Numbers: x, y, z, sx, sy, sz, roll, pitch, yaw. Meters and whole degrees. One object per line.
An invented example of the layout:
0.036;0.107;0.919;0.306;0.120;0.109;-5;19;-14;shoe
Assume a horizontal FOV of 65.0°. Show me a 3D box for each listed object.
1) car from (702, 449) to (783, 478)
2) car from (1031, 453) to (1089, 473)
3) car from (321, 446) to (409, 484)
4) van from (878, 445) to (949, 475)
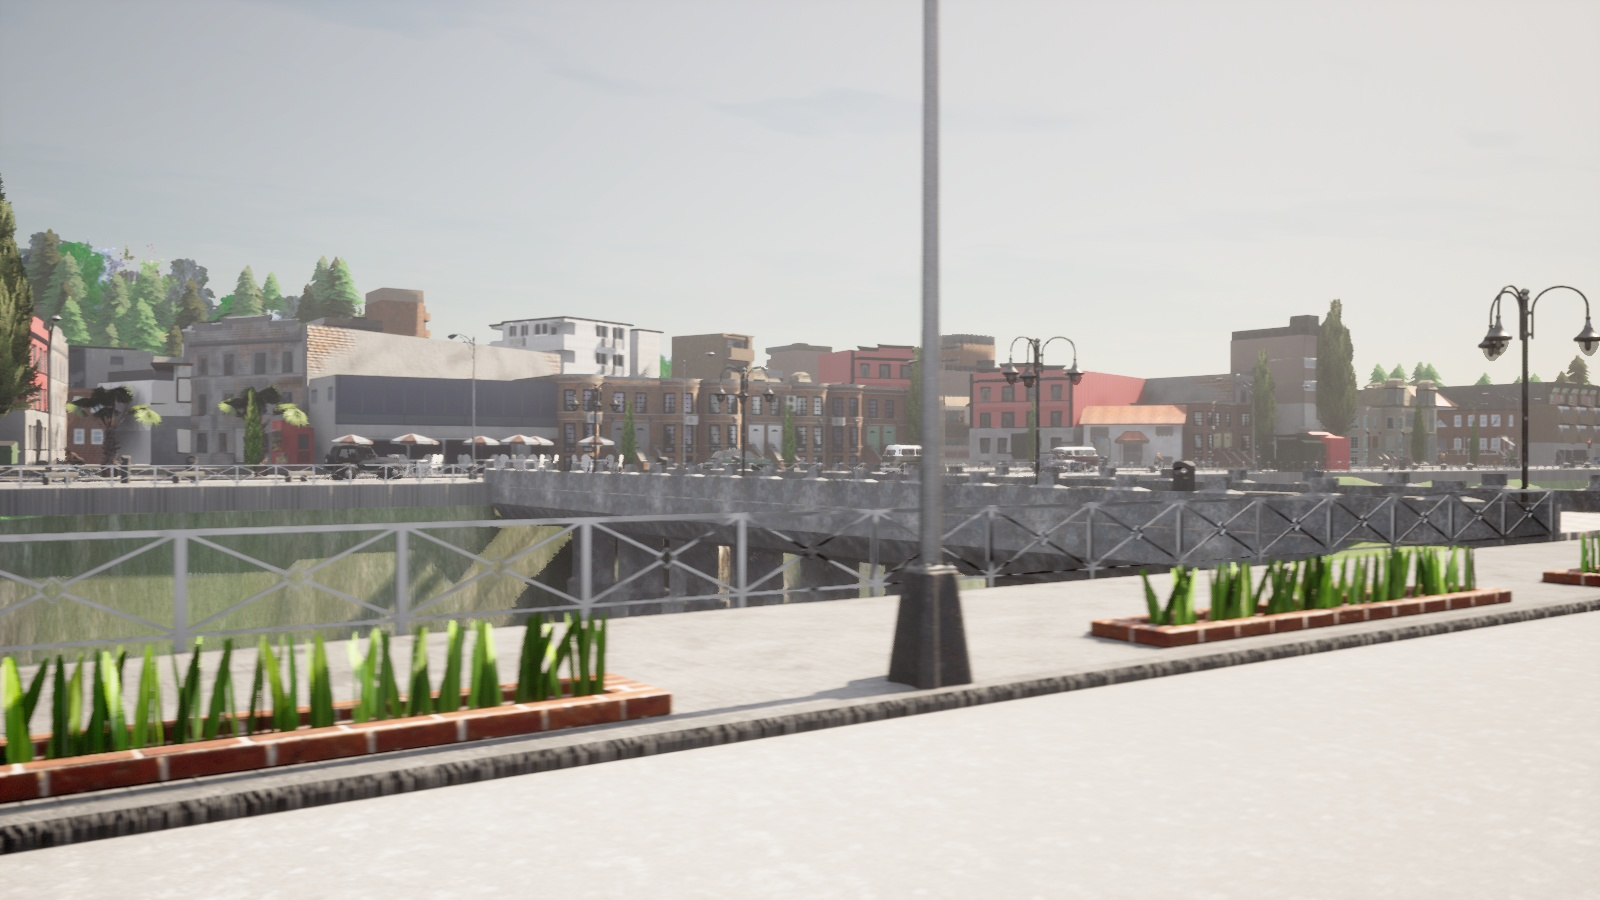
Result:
-3.503;0.799;76.985;4.553;1.767;2.097;0;0;-35;car
19.243;0.945;92.826;4.193;1.474;1.816;0;0;-35;car
-22.169;0.744;63.985;3.866;1.878;1.905;0;0;-35;car
7.655;0.660;84.757;4.480;2.038;2.069;0;0;-35;van
